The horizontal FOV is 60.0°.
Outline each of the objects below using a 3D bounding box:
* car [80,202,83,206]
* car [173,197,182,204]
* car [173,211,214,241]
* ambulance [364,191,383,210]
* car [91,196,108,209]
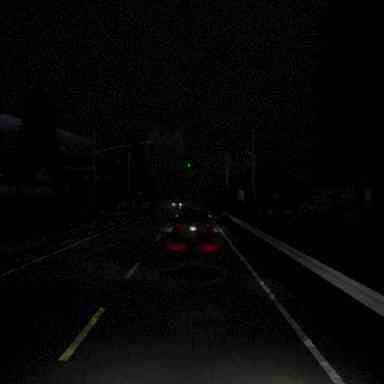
[{"bbox_3d":[-20.172,1.816,56.756,2.242,1.667,4.611,0,0,-1],"label":"car"},{"bbox_3d":[-3.414,1.980,77.207,1.812,1.442,4.674,0,0,0],"label":"car"},{"bbox_3d":[0.067,1.667,17.186,1.994,1.385,4.181,0,0,1],"label":"car"},{"bbox_3d":[19.841,1.063,38.355,6.366,2.431,2.351,0,0,0],"label":"ambulance"},{"bbox_3d":[-14.470,1.624,52.473,1.905,1.878,3.866,0,0,-1],"label":"car"}]
